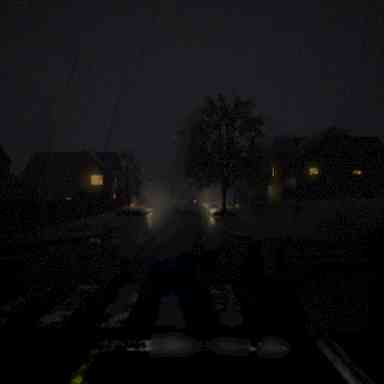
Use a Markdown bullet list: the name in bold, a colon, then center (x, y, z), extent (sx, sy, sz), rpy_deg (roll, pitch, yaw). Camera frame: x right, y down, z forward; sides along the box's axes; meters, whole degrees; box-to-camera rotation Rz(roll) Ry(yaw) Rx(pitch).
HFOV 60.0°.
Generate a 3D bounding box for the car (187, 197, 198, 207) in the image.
- **car**: center (0.068, 1.582, 53.833), extent (2.128, 1.511, 4.902), rpy_deg (0, 0, 0)

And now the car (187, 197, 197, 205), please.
- **car**: center (-0.011, 1.740, 64.260), extent (1.895, 1.301, 4.718), rpy_deg (0, 0, 0)
